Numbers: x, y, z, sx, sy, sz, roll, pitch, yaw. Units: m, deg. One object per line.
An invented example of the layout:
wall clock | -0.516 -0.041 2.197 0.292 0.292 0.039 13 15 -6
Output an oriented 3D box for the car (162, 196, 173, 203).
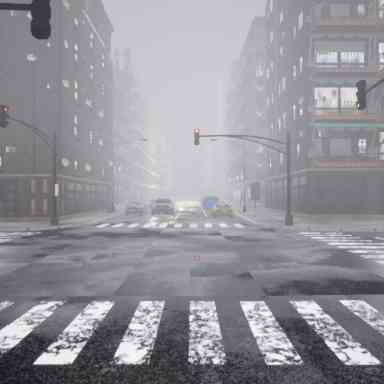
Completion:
car | -5.295 1.612 72.318 2.008 1.369 4.403 1 0 0

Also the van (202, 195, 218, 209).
van | 2.616 1.366 44.090 1.690 1.788 3.998 1 0 0

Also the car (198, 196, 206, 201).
car | 2.587 1.627 83.680 1.887 1.381 4.507 1 0 0

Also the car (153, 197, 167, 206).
car | -5.297 1.563 55.174 1.752 1.417 4.829 1 0 0

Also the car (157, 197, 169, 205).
car | -5.297 1.627 61.002 1.802 1.307 4.206 1 0 0

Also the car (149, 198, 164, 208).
car | -5.298 1.613 49.686 1.802 1.307 4.206 1 0 0

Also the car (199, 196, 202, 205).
car | 2.585 1.347 49.744 2.192 1.841 5.009 1 0 0

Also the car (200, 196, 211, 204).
car | 2.585 1.604 66.712 2.008 1.369 4.403 1 0 0

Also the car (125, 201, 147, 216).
car | -5.430 1.565 32.713 2.008 1.369 4.403 1 0 0

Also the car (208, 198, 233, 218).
car | 2.709 1.537 30.256 1.752 1.417 4.829 1 0 0

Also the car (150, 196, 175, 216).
car | -2.744 1.361 32.343 2.097 1.767 4.553 0 0 0

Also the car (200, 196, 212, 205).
car | 2.585 1.485 61.056 1.967 1.590 4.097 1 0 0
